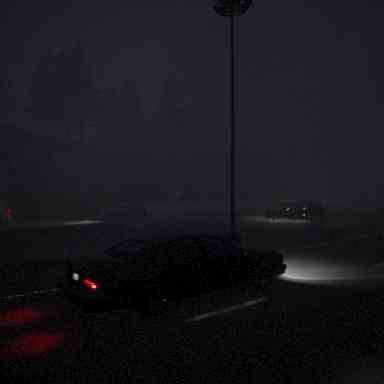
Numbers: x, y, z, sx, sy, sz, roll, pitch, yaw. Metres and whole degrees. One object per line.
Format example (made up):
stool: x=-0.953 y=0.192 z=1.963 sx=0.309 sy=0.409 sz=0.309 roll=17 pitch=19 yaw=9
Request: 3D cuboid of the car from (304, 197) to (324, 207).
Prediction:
car: x=22.117 y=1.791 z=60.289 sx=2.097 sy=1.767 sz=4.553 roll=-1 pitch=-1 yaw=37

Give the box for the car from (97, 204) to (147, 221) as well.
car: x=-6.270 y=1.816 z=30.172 sx=4.674 sy=1.442 sz=1.812 roll=0 pitch=-1 yaw=-40

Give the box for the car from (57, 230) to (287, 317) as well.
car: x=-0.158 y=1.618 z=7.653 sx=5.357 sy=1.411 sz=2.033 roll=0 pitch=-1 yaw=-37

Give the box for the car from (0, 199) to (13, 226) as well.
car: x=-13.857 y=1.454 z=19.912 sx=5.566 sy=2.045 sz=2.150 roll=0 pitch=-1 yaw=-35

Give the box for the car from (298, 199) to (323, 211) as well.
car: x=17.431 y=1.862 z=48.732 sx=1.837 sy=1.490 sz=4.892 roll=-1 pitch=-1 yaw=41

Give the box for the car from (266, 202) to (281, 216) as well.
car: x=9.759 y=1.748 z=35.277 sx=5.008 sy=1.535 sz=1.882 roll=0 pitch=0 yaw=-45

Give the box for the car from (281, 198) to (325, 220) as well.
car: x=10.743 y=1.583 z=31.332 sx=4.553 sy=1.767 sz=2.097 roll=0 pitch=-1 yaw=-44
